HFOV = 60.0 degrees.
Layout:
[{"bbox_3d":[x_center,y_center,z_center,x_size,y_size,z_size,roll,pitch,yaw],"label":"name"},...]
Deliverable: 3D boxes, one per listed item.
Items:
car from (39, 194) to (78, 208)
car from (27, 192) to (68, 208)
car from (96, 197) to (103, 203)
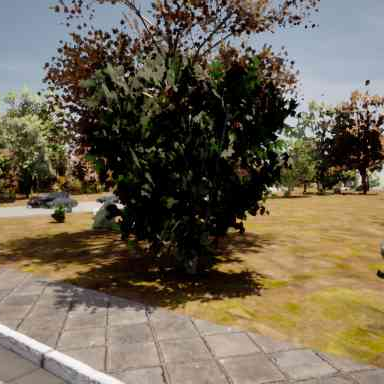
[{"bbox_3d":[-17.022,1.400,43.329,1.994,1.385,4.181,0,2,39],"label":"car"},{"bbox_3d":[-19.565,1.060,45.758,2.150,2.045,5.566,0,2,39],"label":"car"},{"bbox_3d":[-12.858,0.971,54.024,2.033,1.411,5.357,0,3,39],"label":"car"}]
